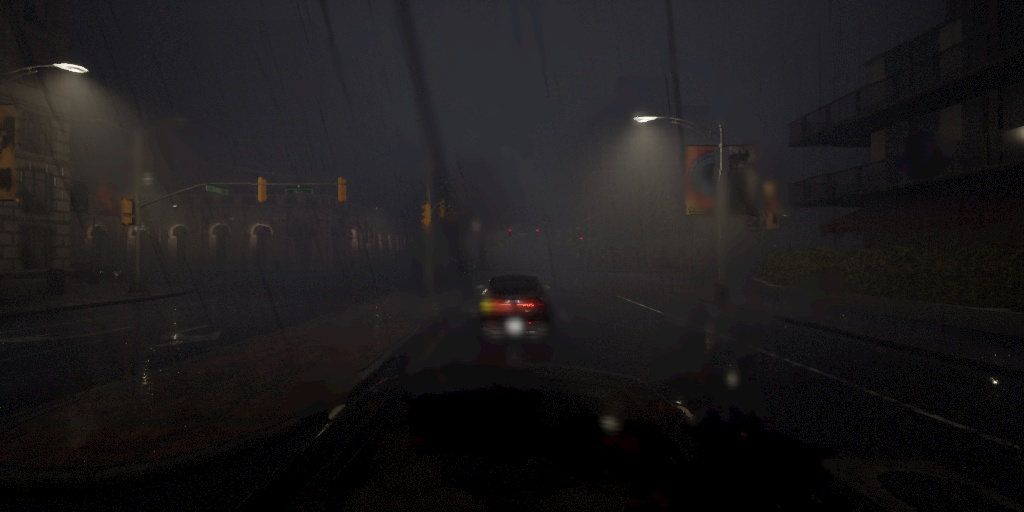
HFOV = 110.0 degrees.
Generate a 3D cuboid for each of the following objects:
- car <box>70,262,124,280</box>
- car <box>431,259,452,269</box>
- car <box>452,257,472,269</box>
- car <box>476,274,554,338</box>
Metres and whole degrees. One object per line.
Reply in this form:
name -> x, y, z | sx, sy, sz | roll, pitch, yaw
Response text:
car -> -33.895, 1.241, 28.511 | 4.902, 1.511, 2.128 | 0, 0, 0
car -> -11.531, 1.276, 58.528 | 1.812, 1.442, 4.674 | 0, 0, 0
car -> -8.040, 1.276, 58.302 | 1.812, 1.442, 4.674 | 0, 0, 0
car -> 0.079, 1.255, 10.104 | 1.837, 1.490, 4.892 | 0, 0, 0
